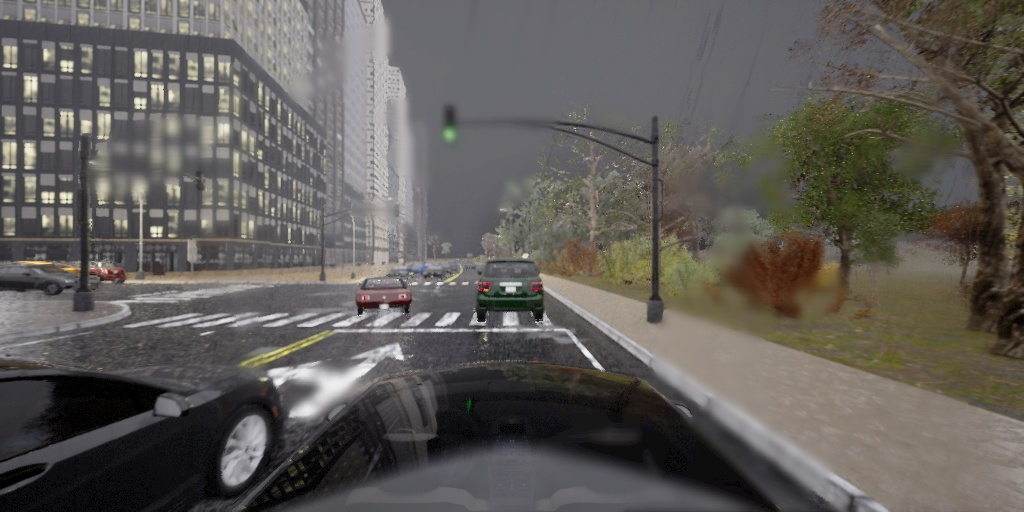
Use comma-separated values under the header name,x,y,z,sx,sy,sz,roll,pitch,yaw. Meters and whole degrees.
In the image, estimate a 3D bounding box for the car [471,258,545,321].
name,x,y,z,sx,sy,sz,roll,pitch,yaw
car,-0.097,1.087,13.185,2.150,2.045,5.566,0,0,-1

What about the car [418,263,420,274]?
name,x,y,z,sx,sy,sz,roll,pitch,yaw
car,-11.890,1.652,45.328,1.882,1.535,5.008,0,-1,-5

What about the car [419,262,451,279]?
name,x,y,z,sx,sy,sz,roll,pitch,yaw
car,-8.021,1.651,37.822,2.033,1.411,5.357,0,-1,-4

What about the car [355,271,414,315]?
name,x,y,z,sx,sy,sz,roll,pitch,yaw
car,-5.219,1.481,14.543,1.895,1.301,4.718,0,-1,-21

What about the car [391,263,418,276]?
name,x,y,z,sx,sy,sz,roll,pitch,yaw
car,-11.187,1.656,36.437,1.994,1.385,4.181,0,-1,-4

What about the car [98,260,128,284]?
name,x,y,z,sx,sy,sz,roll,pitch,yaw
car,-27.673,1.035,23.004,4.097,1.591,1.967,0,0,-9

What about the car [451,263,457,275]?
name,x,y,z,sx,sy,sz,roll,pitch,yaw
car,-8.833,1.743,47.861,2.033,1.411,5.357,0,-1,-5

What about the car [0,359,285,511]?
name,x,y,z,sx,sy,sz,roll,pitch,yaw
car,-3.184,1.252,1.618,1.837,1.490,4.892,0,-1,0

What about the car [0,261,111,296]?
name,x,y,z,sx,sy,sz,roll,pitch,yaw
car,-23.534,1.147,17.724,4.674,1.442,1.812,1,0,-7

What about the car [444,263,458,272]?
name,x,y,z,sx,sy,sz,roll,pitch,yaw
car,-9.815,1.846,57.640,1.994,1.385,4.181,0,-1,-7
